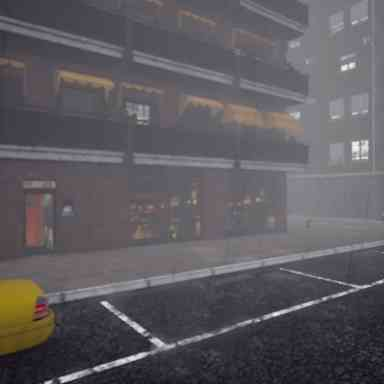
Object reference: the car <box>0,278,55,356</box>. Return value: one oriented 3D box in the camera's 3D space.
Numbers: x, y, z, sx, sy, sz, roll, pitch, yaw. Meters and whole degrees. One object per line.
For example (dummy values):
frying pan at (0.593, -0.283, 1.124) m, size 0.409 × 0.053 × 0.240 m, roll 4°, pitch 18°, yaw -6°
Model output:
car at (-4.139, 1.515, 3.620) m, size 4.829 × 1.417 × 1.752 m, roll 1°, pitch -1°, yaw -36°
